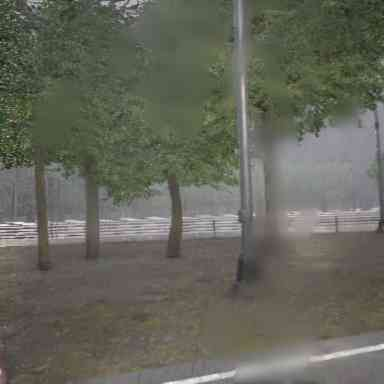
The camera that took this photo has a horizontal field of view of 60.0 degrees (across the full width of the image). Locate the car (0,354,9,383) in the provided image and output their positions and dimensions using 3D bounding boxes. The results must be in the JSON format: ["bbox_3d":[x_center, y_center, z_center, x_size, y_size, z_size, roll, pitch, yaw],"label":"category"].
[{"bbox_3d":[-4.056,1.801,2.542,4.674,1.442,1.812,-1,-3,-15],"label":"car"}]
